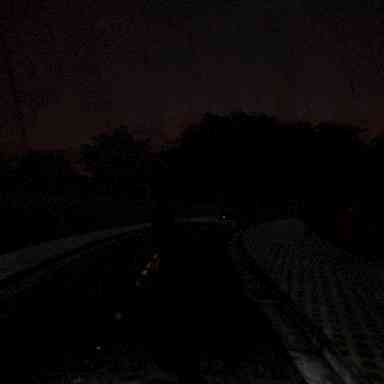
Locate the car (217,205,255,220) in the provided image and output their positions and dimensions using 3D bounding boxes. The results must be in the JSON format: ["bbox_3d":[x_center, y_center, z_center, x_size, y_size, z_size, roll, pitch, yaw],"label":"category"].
[{"bbox_3d":[4.519,2.051,33.556,2.033,1.411,5.357,-1,-2,35],"label":"car"}]
